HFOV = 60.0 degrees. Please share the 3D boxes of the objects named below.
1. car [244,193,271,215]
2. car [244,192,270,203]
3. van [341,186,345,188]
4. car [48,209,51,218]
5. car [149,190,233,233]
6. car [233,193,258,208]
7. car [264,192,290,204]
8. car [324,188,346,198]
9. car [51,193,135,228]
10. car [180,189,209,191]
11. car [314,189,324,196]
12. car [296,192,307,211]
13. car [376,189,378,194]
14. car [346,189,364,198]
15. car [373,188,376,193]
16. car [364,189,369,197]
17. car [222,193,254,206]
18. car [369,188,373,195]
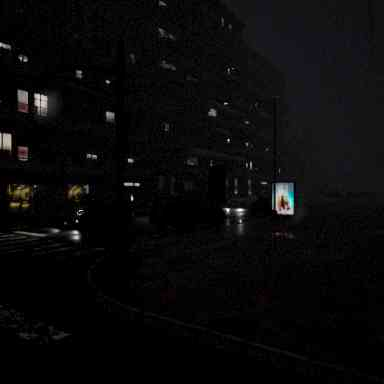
[{"bbox_3d":[6.234,1.069,26.815,1.947,1.339,4.313,1,2,35],"label":"car"},{"bbox_3d":[8.890,0.755,45.196,1.802,1.307,4.206,2,2,35],"label":"car"},{"bbox_3d":[37.553,-0.445,86.054,1.690,1.788,3.998,2,2,35],"label":"van"},{"bbox_3d":[-7.030,1.010,22.487,2.192,1.841,5.009,1,2,35],"label":"car"},{"bbox_3d":[-0.135,1.026,17.726,2.192,1.841,5.009,1,2,35],"label":"car"},{"bbox_3d":[5.546,0.884,35.919,1.812,1.442,4.674,0,1,35],"label":"car"},{"bbox_3d":[11.363,0.731,44.162,1.994,1.385,4.181,0,1,36],"label":"car"},{"bbox_3d":[25.000,0.407,58.109,1.895,1.301,4.718,0,1,35],"label":"car"},{"bbox_3d":[-5.640,1.075,19.992,2.097,1.767,4.553,0,1,35],"label":"car"},{"bbox_3d":[-0.103,0.765,27.880,2.150,2.045,5.566,0,1,36],"label":"car"},{"bbox_3d":[27.998,-0.024,72.435,1.967,1.590,4.097,2,2,35],"label":"car"},{"bbox_3d":[9.419,0.965,31.357,1.947,1.339,4.313,1,2,35],"label":"car"},{"bbox_3d":[44.457,-0.220,81.312,2.008,1.369,4.403,1,2,35],"label":"car"},{"bbox_3d":[28.532,0.309,58.605,1.887,1.381,4.507,1,2,35],"label":"car"},{"bbox_3d":[38.087,-0.011,72.230,1.887,1.381,4.507,1,2,35],"label":"car"},{"bbox_3d":[31.717,0.099,63.143,1.967,1.590,4.097,1,2,35],"label":"car"},{"bbox_3d":[5.706,0.829,40.656,2.008,1.369,4.403,2,2,35],"label":"car"},{"bbox_3d":[34.902,0.096,67.688,1.887,1.381,4.507,1,2,35],"label":"car"}]
